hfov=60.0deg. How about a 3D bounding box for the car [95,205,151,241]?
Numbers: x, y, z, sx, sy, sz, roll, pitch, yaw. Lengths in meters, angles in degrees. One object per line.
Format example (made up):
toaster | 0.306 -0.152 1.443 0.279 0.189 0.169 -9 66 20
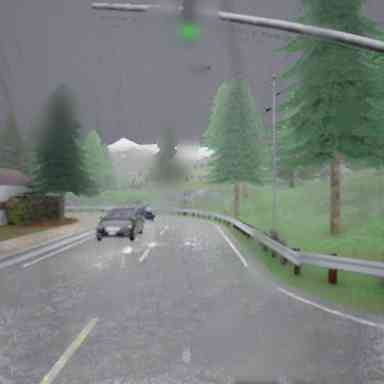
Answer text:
car | -3.638 1.604 17.439 2.128 1.511 4.902 0 0 -1

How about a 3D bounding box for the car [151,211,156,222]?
car | -4.488 1.788 28.310 1.895 1.301 4.718 0 0 -20
